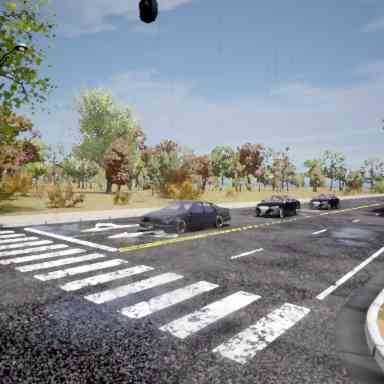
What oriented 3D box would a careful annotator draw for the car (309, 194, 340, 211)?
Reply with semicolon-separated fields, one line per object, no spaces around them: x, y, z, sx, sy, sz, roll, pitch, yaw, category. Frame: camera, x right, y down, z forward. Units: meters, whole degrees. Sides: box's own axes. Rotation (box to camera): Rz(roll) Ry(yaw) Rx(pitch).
13.103;0.946;32.792;2.128;1.511;4.902;3;2;39;car

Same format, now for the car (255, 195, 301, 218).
6.423;1.007;24.564;2.128;1.511;4.902;3;2;39;car

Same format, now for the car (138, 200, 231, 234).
-0.109;1.123;16.503;2.033;1.411;5.357;3;2;39;car
